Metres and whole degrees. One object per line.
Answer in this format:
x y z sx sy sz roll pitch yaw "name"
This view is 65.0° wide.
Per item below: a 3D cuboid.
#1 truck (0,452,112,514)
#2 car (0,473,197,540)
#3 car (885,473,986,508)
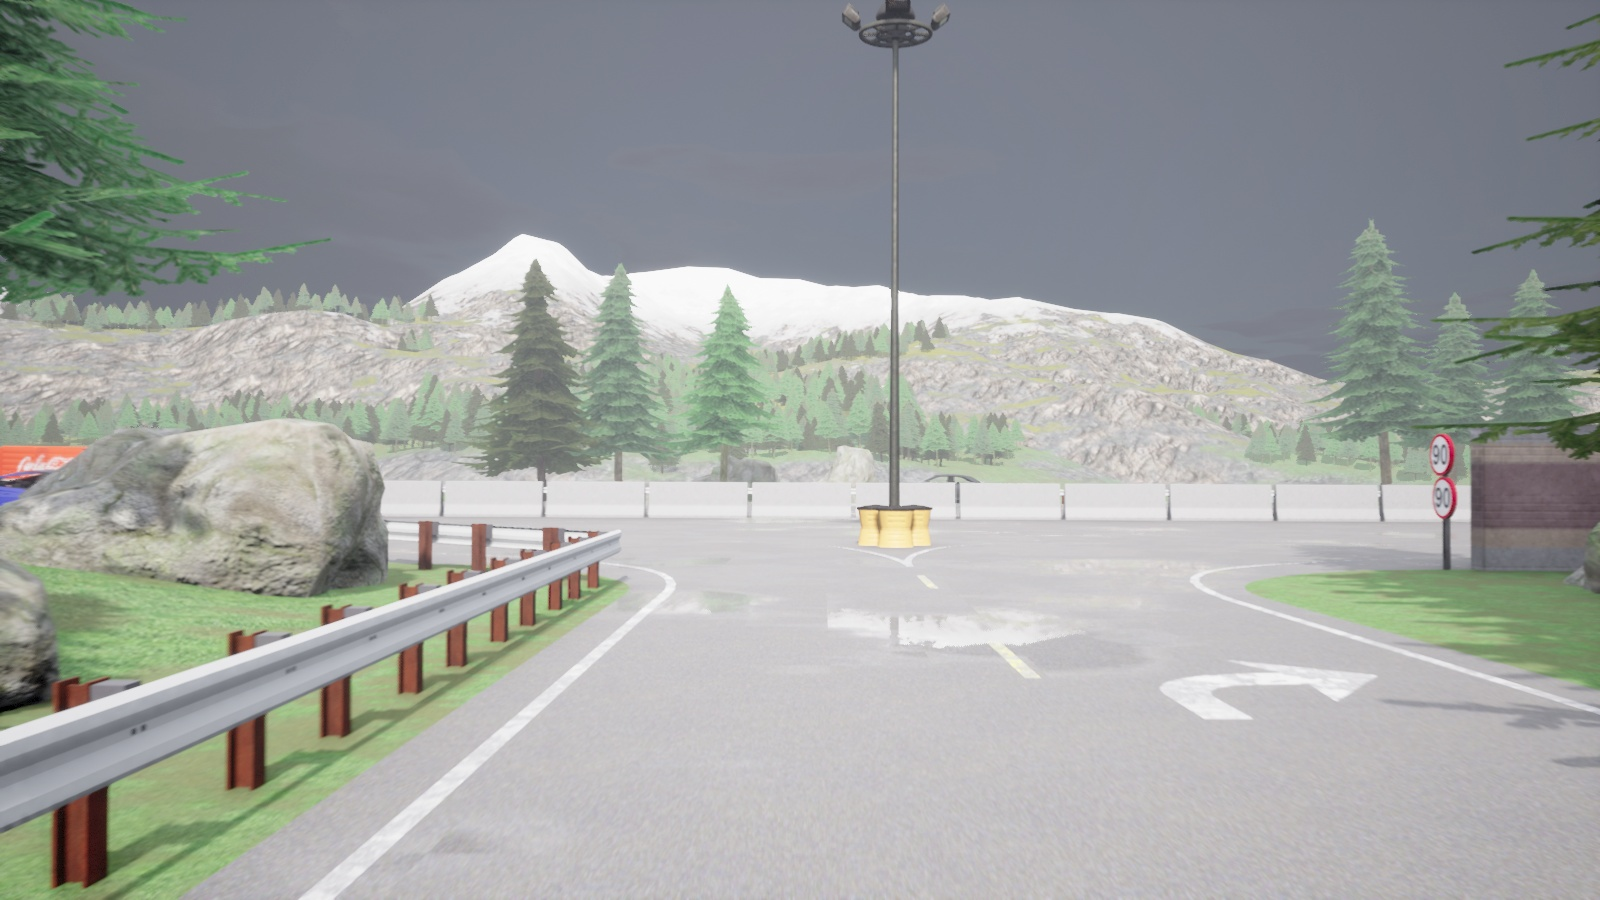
-31.522 1.323 51.491 5.204 2.467 2.627 0 -1 2 "truck"
-17.192 1.338 30.082 4.514 1.525 2.007 0 -1 2 "car"
5.797 1.714 54.002 4.193 1.474 1.816 0 -1 1 "car"
